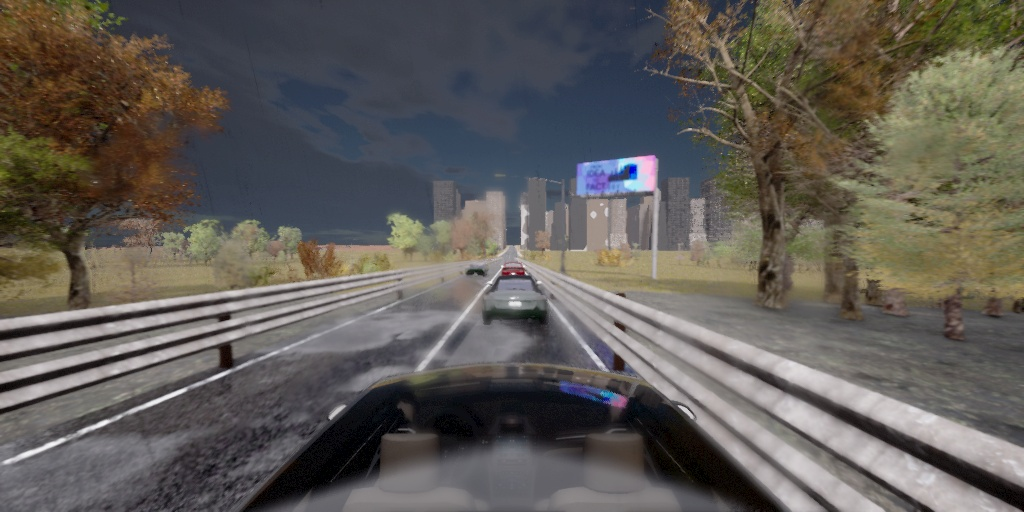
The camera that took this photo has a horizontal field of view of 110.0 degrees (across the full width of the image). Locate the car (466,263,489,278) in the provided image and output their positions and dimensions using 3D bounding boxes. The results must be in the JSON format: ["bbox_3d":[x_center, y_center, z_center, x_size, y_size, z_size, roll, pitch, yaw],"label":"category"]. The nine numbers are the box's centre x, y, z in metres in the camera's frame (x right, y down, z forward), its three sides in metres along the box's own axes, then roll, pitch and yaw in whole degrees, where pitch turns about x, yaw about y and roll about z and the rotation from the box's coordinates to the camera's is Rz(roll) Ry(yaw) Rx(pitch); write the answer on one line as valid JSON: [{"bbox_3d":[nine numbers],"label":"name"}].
[{"bbox_3d":[-3.296,1.339,34.554,1.895,1.301,4.718,0,0,1],"label":"car"}]

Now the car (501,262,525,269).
[{"bbox_3d":[0.102,1.217,30.212,1.882,1.535,5.008,0,0,0],"label":"car"}]

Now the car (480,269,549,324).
[{"bbox_3d":[0.101,1.310,11.980,1.994,1.385,4.181,0,0,0],"label":"car"}]
